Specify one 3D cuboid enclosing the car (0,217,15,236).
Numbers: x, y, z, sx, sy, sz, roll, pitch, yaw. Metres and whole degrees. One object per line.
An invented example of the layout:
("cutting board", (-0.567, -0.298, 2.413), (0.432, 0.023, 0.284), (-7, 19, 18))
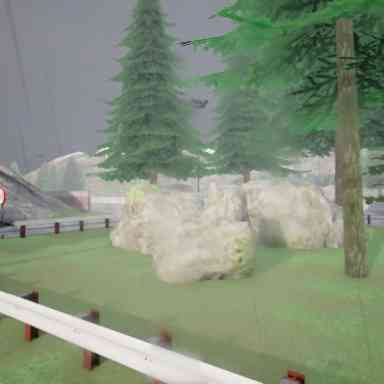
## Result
("car", (-10.875, 1.369, 15.479), (5.357, 1.411, 2.033), (0, 0, 18))
